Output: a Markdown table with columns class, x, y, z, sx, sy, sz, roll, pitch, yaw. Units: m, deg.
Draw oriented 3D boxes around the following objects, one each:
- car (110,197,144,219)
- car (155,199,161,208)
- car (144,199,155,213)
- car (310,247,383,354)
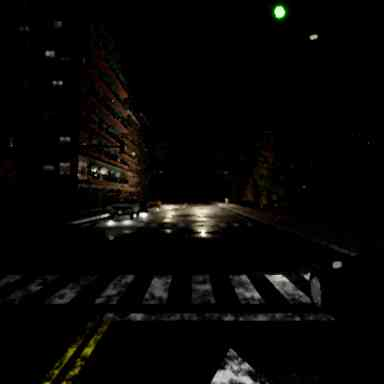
| class | x | y | z | sx | sy | sz | roll | pitch | yaw |
| --- | --- | --- | --- | --- | --- | --- | --- | --- | --- |
| car | -6.589 | 1.527 | 33.234 | 2.150 | 2.045 | 5.566 | 0 | -1 | 0 |
| car | -6.526 | 2.029 | 58.933 | 1.882 | 1.535 | 5.008 | 0 | 0 | 0 |
| car | -6.582 | 1.900 | 44.168 | 2.128 | 1.511 | 4.902 | 0 | -1 | 0 |
| car | 3.342 | 1.522 | 4.847 | 1.882 | 1.535 | 5.008 | 0 | -1 | 0 |
